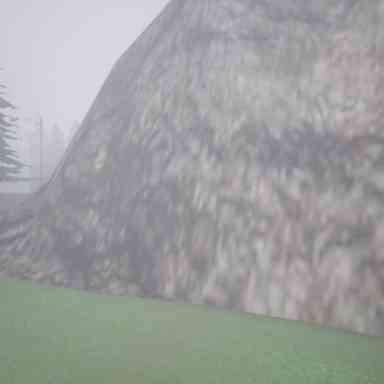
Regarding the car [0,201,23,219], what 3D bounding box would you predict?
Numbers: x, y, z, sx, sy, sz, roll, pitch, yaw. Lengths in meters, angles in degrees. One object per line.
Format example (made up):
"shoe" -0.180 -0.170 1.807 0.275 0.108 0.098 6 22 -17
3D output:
"car" -16.090 1.478 26.666 2.128 1.511 4.902 0 0 29
